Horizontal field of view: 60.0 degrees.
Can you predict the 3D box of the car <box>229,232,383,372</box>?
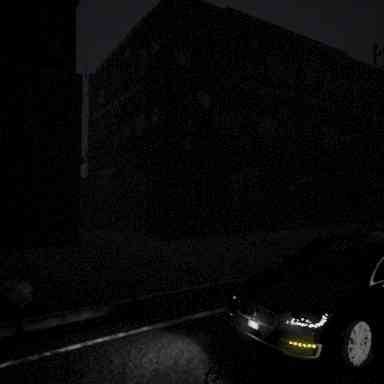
[{"bbox_3d":[2.852,1.502,5.707,4.892,1.490,1.837,0,0,-33],"label":"car"}]
